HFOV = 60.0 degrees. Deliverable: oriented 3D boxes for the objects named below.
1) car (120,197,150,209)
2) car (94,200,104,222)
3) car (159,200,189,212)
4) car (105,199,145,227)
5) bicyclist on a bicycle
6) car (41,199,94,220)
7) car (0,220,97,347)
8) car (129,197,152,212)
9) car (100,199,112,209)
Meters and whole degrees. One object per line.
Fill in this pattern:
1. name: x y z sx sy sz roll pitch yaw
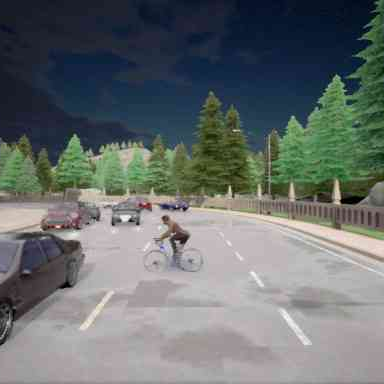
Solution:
1. car: -8.101 1.505 47.245 1.837 1.490 4.892 0 0 -43
2. car: -8.135 1.565 25.848 1.994 1.385 4.181 0 0 -14
3. car: -2.221 1.601 38.762 1.895 1.301 4.718 0 0 -28
4. car: -4.512 1.493 23.140 2.128 1.511 4.902 0 0 -8
5. bicyclist on a bicycle: -0.534 1.455 9.167 1.656 1.620 0.582 -2 0 -1
6. car: -7.744 1.352 20.790 2.097 1.767 4.553 0 0 -7
7. car: -3.665 1.547 6.461 2.033 1.411 5.357 0 0 -1
8. car: -6.386 1.354 38.878 2.097 1.767 4.553 0 0 -30
9. car: -12.178 1.601 46.360 1.895 1.301 4.718 0 0 -43
